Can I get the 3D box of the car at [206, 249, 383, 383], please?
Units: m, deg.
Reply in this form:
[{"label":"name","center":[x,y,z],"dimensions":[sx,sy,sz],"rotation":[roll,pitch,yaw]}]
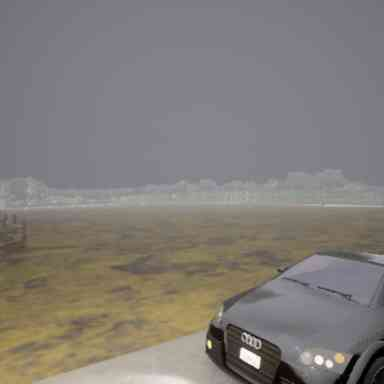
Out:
[{"label":"car","center":[2.240,1.570,4.662],"dimensions":[4.181,1.385,1.994],"rotation":[0,0,-35]}]
